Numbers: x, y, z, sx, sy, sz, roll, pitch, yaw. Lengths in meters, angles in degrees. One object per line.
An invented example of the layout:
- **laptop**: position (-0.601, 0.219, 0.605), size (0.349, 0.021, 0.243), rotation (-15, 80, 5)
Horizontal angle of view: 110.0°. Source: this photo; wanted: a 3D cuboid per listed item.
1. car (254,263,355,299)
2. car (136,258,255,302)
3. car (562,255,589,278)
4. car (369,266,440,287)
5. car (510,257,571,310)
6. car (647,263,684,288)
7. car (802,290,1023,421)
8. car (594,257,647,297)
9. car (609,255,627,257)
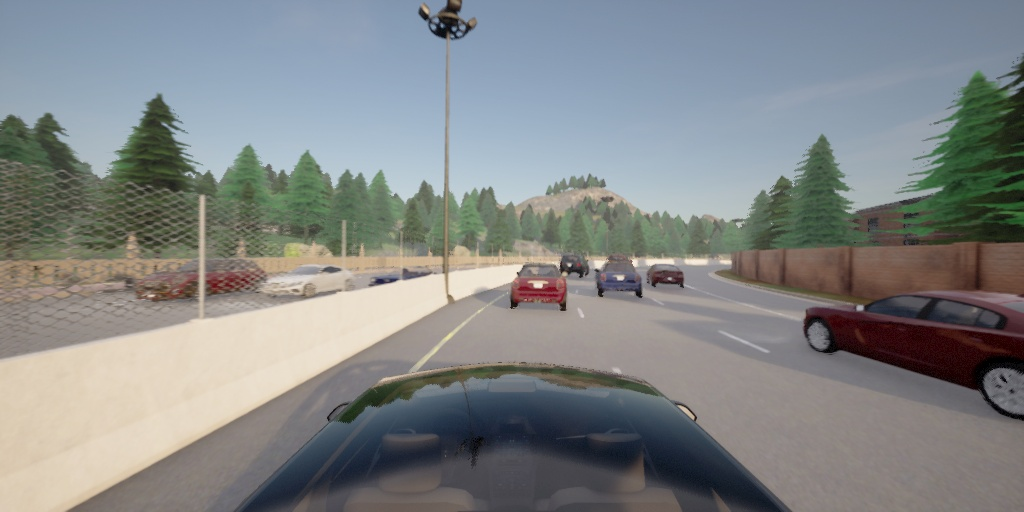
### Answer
- **car**: position (-9.294, 1.096, 16.972), size (1.812, 1.442, 4.674), rotation (1, 0, 9)
- **car**: position (-13.025, 0.886, 15.471), size (2.097, 1.767, 4.553), rotation (1, 0, 8)
- **car**: position (5.891, 0.890, 33.723), size (2.150, 2.045, 5.566), rotation (1, 0, 20)
- **car**: position (-5.457, 1.207, 18.878), size (1.895, 1.301, 4.718), rotation (1, 0, 11)
- **car**: position (1.199, 1.055, 14.810), size (2.097, 1.767, 4.553), rotation (1, 0, 8)
- **car**: position (10.289, 1.241, 24.370), size (1.882, 1.535, 5.008), rotation (1, 0, 15)
- **car**: position (7.303, 1.293, 5.907), size (1.882, 1.535, 5.008), rotation (1, 0, 3)
- **car**: position (5.525, 1.084, 19.094), size (2.097, 1.767, 4.553), rotation (1, 0, 11)
- **car**: position (11.285, 0.933, 37.806), size (2.150, 2.045, 5.566), rotation (1, 0, 23)
